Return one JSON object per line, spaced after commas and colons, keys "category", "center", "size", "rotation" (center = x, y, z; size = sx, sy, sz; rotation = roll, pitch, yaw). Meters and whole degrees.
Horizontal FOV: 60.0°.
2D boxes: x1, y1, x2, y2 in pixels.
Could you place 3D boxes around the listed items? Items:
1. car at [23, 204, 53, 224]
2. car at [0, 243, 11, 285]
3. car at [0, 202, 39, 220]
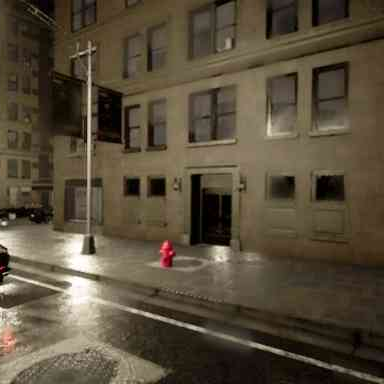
{"category": "car", "center": [-11.118, 1.878, 27.428], "size": [1.947, 1.339, 4.313], "rotation": [0, 0, 36]}
{"category": "car", "center": [-6.375, 1.535, 8.228], "size": [4.902, 1.511, 2.128], "rotation": [0, 0, 36]}
{"category": "car", "center": [-15.657, 1.736, 31.307], "size": [1.882, 1.535, 5.008], "rotation": [1, 0, 36]}
